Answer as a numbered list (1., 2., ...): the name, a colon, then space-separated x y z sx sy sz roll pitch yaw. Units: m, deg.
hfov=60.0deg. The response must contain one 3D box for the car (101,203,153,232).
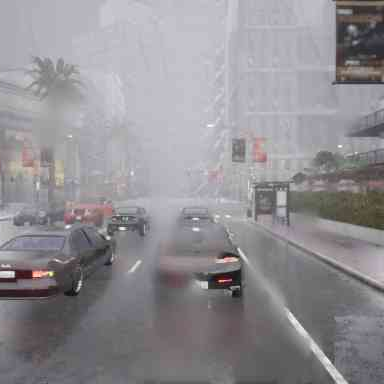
1. car: -3.316 1.505 18.315 1.837 1.490 4.892 0 0 0

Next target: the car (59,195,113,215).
1. car: -6.897 1.218 23.070 2.150 2.045 5.566 0 0 0

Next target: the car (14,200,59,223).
1. car: -10.396 1.418 23.185 2.097 1.767 4.553 0 0 0

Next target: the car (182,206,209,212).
1. car: 0.180 1.505 17.935 1.837 1.490 4.892 0 0 0

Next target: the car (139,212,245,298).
1. car: 0.148 1.492 8.518 2.128 1.511 4.902 0 0 0

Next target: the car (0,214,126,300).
1. car: -3.359 1.547 8.571 2.033 1.411 5.357 0 0 0
